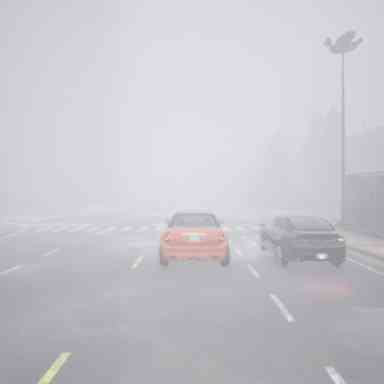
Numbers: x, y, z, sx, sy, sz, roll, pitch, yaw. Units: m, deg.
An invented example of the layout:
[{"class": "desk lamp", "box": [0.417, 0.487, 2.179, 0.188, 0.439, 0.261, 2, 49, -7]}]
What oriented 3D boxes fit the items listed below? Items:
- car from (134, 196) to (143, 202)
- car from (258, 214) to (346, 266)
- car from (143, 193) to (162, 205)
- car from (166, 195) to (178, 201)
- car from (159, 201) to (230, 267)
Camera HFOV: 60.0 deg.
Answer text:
[{"class": "car", "box": [-11.739, 1.621, 75.861, 1.994, 1.385, 4.181, 0, 0, -33]}, {"class": "car", "box": [3.578, 1.515, 11.541, 1.837, 1.490, 4.892, 0, 0, 0]}, {"class": "car", "box": [-7.155, 1.407, 60.704, 2.097, 1.767, 4.553, 0, 0, -2]}, {"class": "car", "box": [-3.728, 1.408, 62.371, 2.097, 1.767, 4.553, 0, 0, -2]}, {"class": "car", "box": [0.077, 1.363, 11.662, 2.097, 1.767, 4.553, 0, 0, 0]}]
